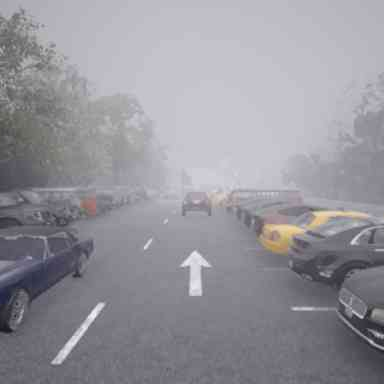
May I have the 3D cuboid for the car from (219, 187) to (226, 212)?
[{"bbox_3d":[4.769,0.674,26.743,4.553,1.767,2.185,0,1,1],"label":"car"}]

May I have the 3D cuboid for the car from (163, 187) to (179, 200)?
[{"bbox_3d":[-3.087,0.391,49.510,1.812,1.442,4.674,0,1,1],"label":"car"}]

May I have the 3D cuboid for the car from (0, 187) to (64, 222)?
[{"bbox_3d":[-8.387,0.900,13.087,5.566,2.045,2.435,0,2,1],"label":"car"}]

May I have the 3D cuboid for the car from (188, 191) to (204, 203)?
[{"bbox_3d":[0.509,0.572,41.749,1.994,1.385,4.181,0,1,1],"label":"car"}]

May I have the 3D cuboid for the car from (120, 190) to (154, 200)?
[{"bbox_3d":[-8.055,0.390,49.085,4.674,1.452,2.002,0,1,1],"label":"car"}]

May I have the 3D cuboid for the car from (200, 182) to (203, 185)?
[{"bbox_3d":[5.109,-1.099,87.068,4.792,1.488,2.163,0,1,1],"label":"car"}]

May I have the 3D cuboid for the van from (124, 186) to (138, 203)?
[{"bbox_3d":[-8.313,0.377,35.110,4.442,1.987,1.878,0,1,1],"label":"van"}]

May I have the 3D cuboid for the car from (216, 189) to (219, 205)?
[{"bbox_3d":[4.834,0.733,29.524,4.892,1.521,2.231,0,1,1],"label":"car"}]

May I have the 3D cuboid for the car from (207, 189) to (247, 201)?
[{"bbox_3d":[4.808,0.410,46.168,5.366,1.575,1.946,0,1,1],"label":"car"}]

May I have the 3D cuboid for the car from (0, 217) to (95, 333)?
[{"bbox_3d":[-3.539,1.448,6.646,1.895,1.301,4.718,0,2,1],"label":"car"}]

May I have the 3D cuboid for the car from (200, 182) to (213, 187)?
[{"bbox_3d":[5.137,-1.028,84.285,4.792,1.488,2.163,0,1,1],"label":"car"}]

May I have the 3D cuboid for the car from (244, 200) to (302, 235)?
[{"bbox_3d":[4.692,1.196,12.873,4.792,1.488,2.163,0,2,1],"label":"car"}]

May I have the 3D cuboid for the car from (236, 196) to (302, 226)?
[{"bbox_3d":[4.720,1.123,15.648,4.792,1.488,2.163,0,2,1],"label":"car"}]

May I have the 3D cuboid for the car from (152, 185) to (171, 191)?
[{"bbox_3d":[-7.946,-1.097,87.015,4.674,1.452,2.002,0,1,1],"label":"car"}]

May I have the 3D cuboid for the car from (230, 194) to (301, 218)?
[{"bbox_3d":[4.747,1.049,18.423,4.792,1.488,2.163,0,2,1],"label":"car"}]

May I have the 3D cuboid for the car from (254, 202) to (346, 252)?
[{"bbox_3d":[4.821,1.238,10.096,5.366,1.575,1.946,0,2,1],"label":"car"}]

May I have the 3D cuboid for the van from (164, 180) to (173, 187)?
[{"bbox_3d":[-7.845,-1.293,84.334,4.442,1.987,1.878,1,2,0],"label":"van"}]

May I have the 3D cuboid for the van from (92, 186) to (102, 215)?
[{"bbox_3d":[-8.449,0.704,21.395,4.442,1.987,1.878,0,2,1],"label":"van"}]

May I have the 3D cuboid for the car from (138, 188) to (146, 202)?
[{"bbox_3d":[-8.140,0.578,38.007,4.792,1.488,2.163,0,1,1],"label":"car"}]

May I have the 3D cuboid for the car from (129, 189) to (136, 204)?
[{"bbox_3d":[-8.253,0.688,32.344,4.792,1.488,2.163,0,1,1],"label":"car"}]

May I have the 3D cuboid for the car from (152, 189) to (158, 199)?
[{"bbox_3d":[-7.900,0.396,46.312,5.366,1.575,1.946,0,1,1],"label":"car"}]

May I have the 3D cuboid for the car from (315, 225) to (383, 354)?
[{"bbox_3d":[4.587,1.390,4.548,4.892,1.521,2.231,0,2,1],"label":"car"}]

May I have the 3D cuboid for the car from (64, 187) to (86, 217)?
[{"bbox_3d":[-8.359,0.826,15.856,5.566,2.045,2.435,0,2,1],"label":"car"}]

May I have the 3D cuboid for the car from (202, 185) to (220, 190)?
[{"bbox_3d":[5.203,-1.277,92.630,5.008,1.535,2.097,0,2,1],"label":"car"}]

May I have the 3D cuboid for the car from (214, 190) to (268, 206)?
[{"bbox_3d":[5.067,0.614,34.941,5.366,1.575,1.946,0,1,1],"label":"car"}]

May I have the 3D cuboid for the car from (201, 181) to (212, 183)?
[{"bbox_3d":[5.137,-1.325,89.849,4.553,1.767,2.185,0,2,1],"label":"car"}]

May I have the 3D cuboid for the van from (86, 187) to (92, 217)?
[{"bbox_3d":[-8.243,0.778,18.624,4.442,1.987,1.878,0,2,1],"label":"van"}]

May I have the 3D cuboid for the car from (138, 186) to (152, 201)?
[{"bbox_3d":[-8.169,0.247,40.772,5.566,2.045,2.435,0,1,1],"label":"car"}]

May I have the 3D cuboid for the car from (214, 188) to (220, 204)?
[{"bbox_3d":[4.670,0.667,32.293,5.366,1.575,1.946,0,1,1],"label":"car"}]

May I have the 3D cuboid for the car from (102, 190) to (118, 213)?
[{"bbox_3d":[-8.311,0.856,24.169,5.008,1.535,2.097,0,2,1],"label":"car"}]

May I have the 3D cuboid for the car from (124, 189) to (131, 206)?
[{"bbox_3d":[-8.279,0.747,29.706,4.792,1.488,2.163,0,1,1],"label":"car"}]

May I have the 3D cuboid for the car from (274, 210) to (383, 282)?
[{"bbox_3d":[4.602,1.316,7.323,4.892,1.521,2.231,0,2,1],"label":"car"}]

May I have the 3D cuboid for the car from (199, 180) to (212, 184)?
[{"bbox_3d":[5.200,-1.617,95.414,5.566,2.045,2.435,0,2,1],"label":"car"}]

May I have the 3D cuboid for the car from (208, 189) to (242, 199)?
[{"bbox_3d":[5.043,0.313,51.717,5.008,1.535,2.097,0,1,1],"label":"car"}]

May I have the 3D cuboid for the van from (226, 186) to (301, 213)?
[{"bbox_3d":[4.629,0.719,21.193,4.442,1.987,1.878,0,2,1],"label":"van"}]

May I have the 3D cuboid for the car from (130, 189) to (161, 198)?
[{"bbox_3d":[-7.972,0.202,57.269,5.008,1.535,2.097,0,1,1],"label":"car"}]

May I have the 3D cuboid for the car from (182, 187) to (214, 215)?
[{"bbox_3d":[0.347,0.702,25.422,2.097,1.767,4.553,0,2,1],"label":"car"}]

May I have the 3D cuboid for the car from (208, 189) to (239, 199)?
[{"bbox_3d":[5.105,0.293,54.493,4.792,1.488,2.163,0,1,1],"label":"car"}]

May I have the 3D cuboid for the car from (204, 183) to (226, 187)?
[{"bbox_3d":[4.993,0.112,48.938,5.566,2.045,2.435,0,1,1],"label":"car"}]

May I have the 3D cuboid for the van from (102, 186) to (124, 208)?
[{"bbox_3d":[-8.169,0.559,26.947,4.442,1.987,1.878,0,1,0],"label":"van"}]
